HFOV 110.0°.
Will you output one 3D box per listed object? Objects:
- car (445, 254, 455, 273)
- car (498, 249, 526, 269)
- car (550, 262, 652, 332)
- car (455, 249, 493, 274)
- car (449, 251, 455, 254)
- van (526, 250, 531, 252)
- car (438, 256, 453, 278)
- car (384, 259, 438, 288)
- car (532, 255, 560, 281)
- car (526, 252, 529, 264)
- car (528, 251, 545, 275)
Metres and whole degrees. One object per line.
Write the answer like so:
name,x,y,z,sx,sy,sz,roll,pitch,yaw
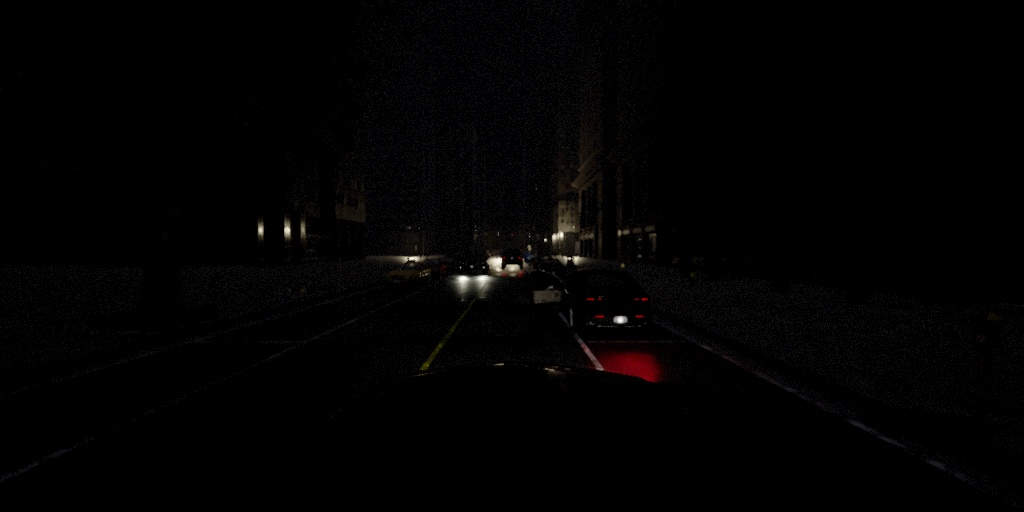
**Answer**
car,-5.760,0.743,31.858,1.802,1.307,4.207,0,0,0
car,0.058,0.273,37.335,2.150,2.045,5.566,0,1,1
car,2.355,1.087,10.201,1.837,1.490,4.892,0,1,0
car,-3.091,0.410,30.406,2.150,2.045,5.566,0,1,0
car,-5.759,0.365,37.534,2.192,1.841,5.009,0,0,0
van,2.767,0.171,48.896,1.690,1.789,3.998,0,0,0
car,-5.760,0.853,26.182,1.802,1.307,4.207,0,0,0
car,-5.761,0.907,20.335,1.751,1.417,4.829,0,0,0
car,2.765,0.821,26.189,2.007,1.370,4.403,0,0,0
car,2.767,0.490,43.219,2.007,1.370,4.403,0,0,0
car,2.766,0.600,31.865,1.967,1.591,4.097,0,0,0
